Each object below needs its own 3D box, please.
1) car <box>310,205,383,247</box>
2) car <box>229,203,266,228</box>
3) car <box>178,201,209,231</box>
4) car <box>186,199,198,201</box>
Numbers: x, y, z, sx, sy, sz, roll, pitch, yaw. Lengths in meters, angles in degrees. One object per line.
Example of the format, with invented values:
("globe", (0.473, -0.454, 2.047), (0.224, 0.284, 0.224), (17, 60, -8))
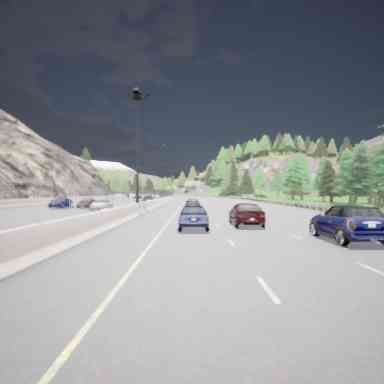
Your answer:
("car", (7.096, 1.351, 15.236), (2.097, 1.767, 4.553), (0, 0, 0))
("car", (3.594, 1.476, 22.292), (1.882, 1.535, 5.008), (0, 0, 0))
("car", (0.094, 1.546, 20.701), (2.033, 1.411, 5.357), (0, 0, 0))
("car", (0.089, 1.561, 42.566), (1.994, 1.385, 4.181), (0, 0, 0))
